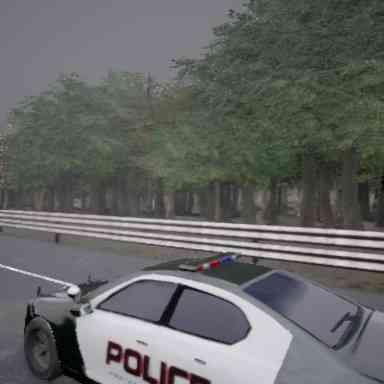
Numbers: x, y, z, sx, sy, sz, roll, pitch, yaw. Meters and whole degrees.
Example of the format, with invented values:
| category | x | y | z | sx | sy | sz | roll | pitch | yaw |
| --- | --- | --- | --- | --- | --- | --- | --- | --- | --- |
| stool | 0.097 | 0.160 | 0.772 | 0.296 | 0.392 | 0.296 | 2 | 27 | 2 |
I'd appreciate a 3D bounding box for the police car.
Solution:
| category | x | y | z | sx | sy | sz | roll | pitch | yaw |
| --- | --- | --- | --- | --- | --- | --- | --- | --- | --- |
| police car | -0.081 | 1.527 | 3.917 | 4.974 | 1.542 | 2.038 | 0 | 0 | 36 |
